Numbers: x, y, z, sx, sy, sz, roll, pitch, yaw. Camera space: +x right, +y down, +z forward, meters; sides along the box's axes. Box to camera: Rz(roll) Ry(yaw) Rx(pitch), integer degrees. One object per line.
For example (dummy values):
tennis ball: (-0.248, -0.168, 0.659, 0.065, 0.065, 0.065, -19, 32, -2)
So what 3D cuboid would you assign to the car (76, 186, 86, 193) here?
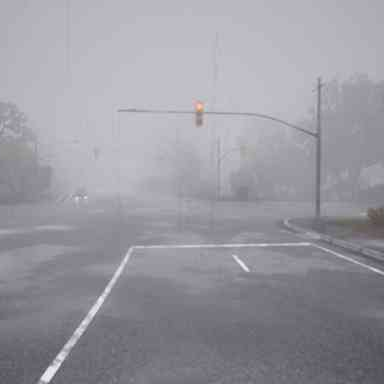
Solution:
car: (-25.329, -0.560, 75.583, 2.033, 1.411, 5.357, -1, 2, -19)

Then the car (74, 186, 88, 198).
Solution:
car: (-17.478, 0.111, 52.645, 1.837, 1.490, 4.892, -1, 4, -19)
